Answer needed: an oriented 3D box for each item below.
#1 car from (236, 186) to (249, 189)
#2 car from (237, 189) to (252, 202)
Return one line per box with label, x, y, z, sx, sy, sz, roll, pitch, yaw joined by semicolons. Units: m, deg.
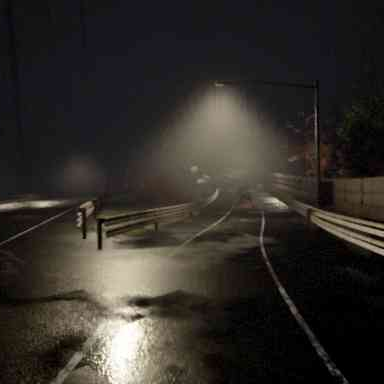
car;9.457;-0.184;61.787;2.150;2.045;5.566;-1;4;5
car;8.284;0.753;51.784;1.837;1.490;4.892;-1;3;7
